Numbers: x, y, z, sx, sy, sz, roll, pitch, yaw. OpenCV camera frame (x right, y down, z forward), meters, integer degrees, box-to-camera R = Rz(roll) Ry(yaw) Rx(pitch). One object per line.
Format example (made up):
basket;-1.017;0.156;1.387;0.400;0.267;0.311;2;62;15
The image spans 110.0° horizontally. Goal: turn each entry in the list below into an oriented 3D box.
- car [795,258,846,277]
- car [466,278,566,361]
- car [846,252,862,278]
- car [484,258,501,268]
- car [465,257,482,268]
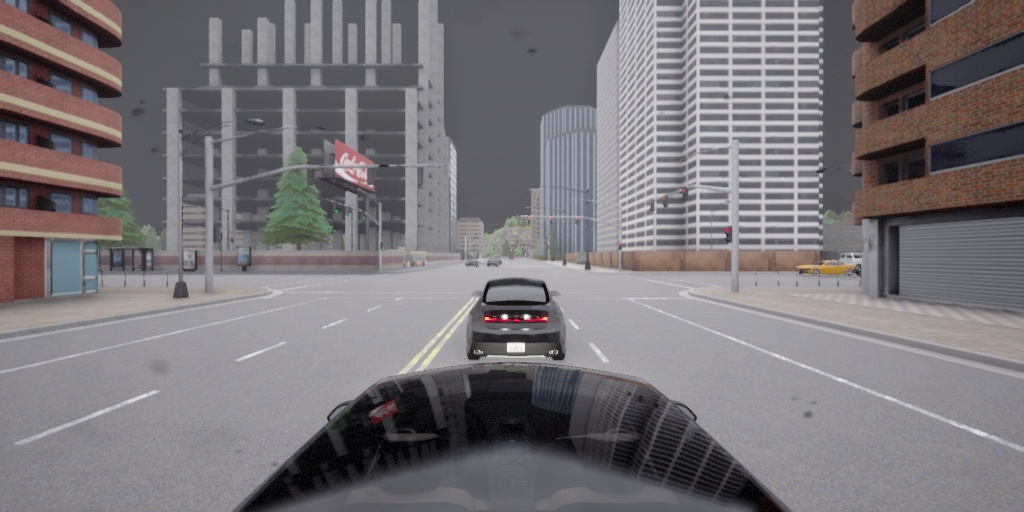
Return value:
car;30.336;1.187;34.731;5.008;1.535;1.882;0;0;0
car;0.095;1.247;8.277;1.837;1.490;4.892;0;0;1
car;33.140;0.933;31.225;5.566;2.045;2.150;0;0;0
car;-3.268;1.185;60.794;1.837;1.490;4.892;0;0;1
car;-6.764;1.243;60.745;1.994;1.385;4.181;0;0;1
